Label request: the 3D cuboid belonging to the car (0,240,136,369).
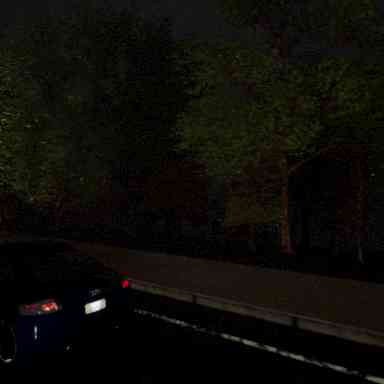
[{"bbox_3d":[-2.979,1.564,5.808,4.181,1.385,1.994,0,0,35],"label":"car"}]
